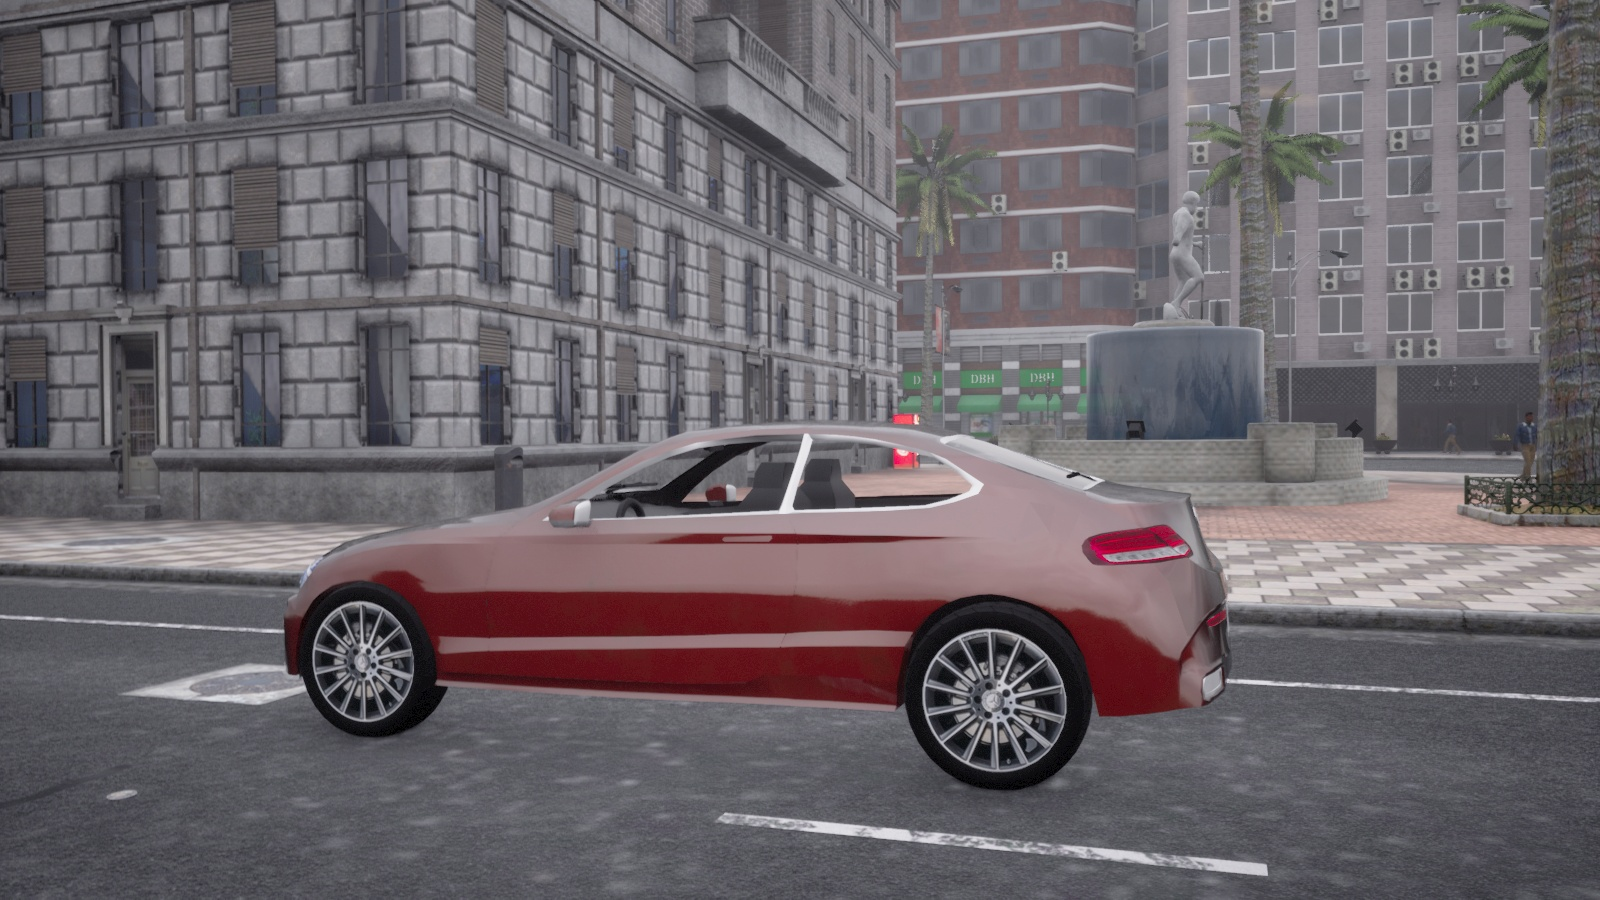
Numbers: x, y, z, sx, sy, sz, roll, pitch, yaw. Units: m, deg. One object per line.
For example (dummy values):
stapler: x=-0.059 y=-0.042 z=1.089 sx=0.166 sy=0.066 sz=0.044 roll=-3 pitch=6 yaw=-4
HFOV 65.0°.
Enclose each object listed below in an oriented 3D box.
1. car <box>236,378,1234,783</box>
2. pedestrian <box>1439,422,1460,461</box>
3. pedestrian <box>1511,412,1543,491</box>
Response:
car: x=-0.281 y=0.504 z=6.928 sx=5.027 sy=1.651 sz=2.152 roll=0 pitch=1 yaw=18
pedestrian: x=32.055 y=-0.424 z=61.973 sx=0.788 sy=1.949 sz=0.423 roll=1 pitch=1 yaw=43
pedestrian: x=18.090 y=0.028 z=31.244 sx=0.423 sy=1.949 sz=0.788 roll=0 pitch=1 yaw=10
